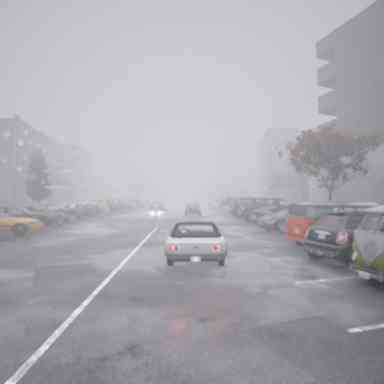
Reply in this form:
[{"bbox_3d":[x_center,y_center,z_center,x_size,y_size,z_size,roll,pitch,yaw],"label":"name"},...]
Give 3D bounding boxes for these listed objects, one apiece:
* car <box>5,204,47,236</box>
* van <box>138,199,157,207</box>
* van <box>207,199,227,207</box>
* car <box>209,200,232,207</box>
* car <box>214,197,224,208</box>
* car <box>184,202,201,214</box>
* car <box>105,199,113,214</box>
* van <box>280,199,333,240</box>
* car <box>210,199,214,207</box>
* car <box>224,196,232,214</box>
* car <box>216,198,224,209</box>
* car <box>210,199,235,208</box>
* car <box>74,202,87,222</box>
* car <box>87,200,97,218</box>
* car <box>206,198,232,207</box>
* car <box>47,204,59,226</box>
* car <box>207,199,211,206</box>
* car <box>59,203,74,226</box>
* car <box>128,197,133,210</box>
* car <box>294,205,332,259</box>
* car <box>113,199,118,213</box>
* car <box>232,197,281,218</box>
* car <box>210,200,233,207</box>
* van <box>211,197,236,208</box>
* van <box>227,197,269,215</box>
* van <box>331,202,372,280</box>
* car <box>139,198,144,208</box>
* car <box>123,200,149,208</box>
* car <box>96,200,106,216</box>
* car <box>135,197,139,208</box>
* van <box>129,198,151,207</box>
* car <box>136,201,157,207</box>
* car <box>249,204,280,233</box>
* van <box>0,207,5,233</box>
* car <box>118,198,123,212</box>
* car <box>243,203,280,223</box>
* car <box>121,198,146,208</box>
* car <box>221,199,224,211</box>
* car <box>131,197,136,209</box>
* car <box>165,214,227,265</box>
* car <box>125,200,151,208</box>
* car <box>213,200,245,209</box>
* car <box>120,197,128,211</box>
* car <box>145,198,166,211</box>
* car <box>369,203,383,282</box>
[{"bbox_3d":[-11.099,1.628,18.223,5.366,1.575,1.946,-1,-1,-21],"label":"car"},{"bbox_3d":[-11.534,2.828,85.592,4.442,1.987,1.878,0,-3,-20],"label":"van"},{"bbox_3d":[6.267,2.707,83.244,4.442,1.987,1.878,1,-3,-20],"label":"van"},{"bbox_3d":[6.358,2.629,74.314,4.792,1.488,2.163,1,-2,-20],"label":"car"},{"bbox_3d":[6.360,1.642,44.401,5.566,2.045,2.435,1,-1,-20],"label":"car"},{"bbox_3d":[0.071,1.876,37.990,2.033,1.411,5.357,0,-1,0],"label":"car"},{"bbox_3d":[-11.427,1.788,35.769,5.008,1.535,2.097,-1,0,-20],"label":"car"},{"bbox_3d":[6.363,1.398,14.400,4.442,1.987,1.878,1,-1,-19],"label":"van"},{"bbox_3d":[6.134,2.031,53.297,5.366,1.575,1.946,1,-1,-20],"label":"car"},{"bbox_3d":[6.427,1.523,32.421,5.566,2.045,2.435,1,-1,-20],"label":"car"},{"bbox_3d":[6.172,1.851,41.329,5.366,1.575,1.946,1,-1,-20],"label":"car"},{"bbox_3d":[6.282,2.281,68.316,4.553,1.767,2.185,1,-2,-20],"label":"car"},{"bbox_3d":[-11.372,1.711,26.965,5.008,1.535,2.097,-1,-1,-20],"label":"car"},{"bbox_3d":[-11.384,1.737,29.900,4.892,1.521,2.231,-1,0,-20],"label":"car"},{"bbox_3d":[6.326,2.452,77.285,5.566,2.045,2.435,1,-2,-20],"label":"car"},{"bbox_3d":[-11.314,1.659,21.093,5.008,1.535,2.097,-1,-1,-21],"label":"car"},{"bbox_3d":[6.130,2.235,62.268,5.366,1.575,1.946,1,-1,-20],"label":"car"},{"bbox_3d":[-11.308,1.714,24.038,4.792,1.488,2.163,-1,-1,-20],"label":"car"},{"bbox_3d":[-11.485,1.929,47.507,5.008,1.535,2.097,-1,-1,-20],"label":"car"},{"bbox_3d":[6.169,1.471,11.346,4.553,1.767,2.185,1,-1,-19],"label":"car"},{"bbox_3d":[-11.423,1.691,38.712,4.553,1.767,2.185,-1,0,-20],"label":"car"},{"bbox_3d":[6.424,1.473,26.402,5.566,2.045,2.435,1,-1,-20],"label":"car"},{"bbox_3d":[6.315,2.540,71.310,4.674,1.452,2.002,1,-2,-20],"label":"car"},{"bbox_3d":[6.200,2.092,65.289,4.442,1.987,1.878,1,-2,-20],"label":"van"},{"bbox_3d":[6.474,1.602,38.443,4.442,1.987,1.878,1,-1,-20],"label":"van"},{"bbox_3d":[6.035,1.344,8.311,4.442,1.987,1.878,1,0,-19],"label":"van"},{"bbox_3d":[-11.541,1.846,56.295,5.566,2.045,2.435,-1,-1,-20],"label":"car"},{"bbox_3d":[-11.475,2.433,68.052,4.792,1.488,2.163,0,-2,-20],"label":"car"},{"bbox_3d":[-11.404,1.763,32.832,4.892,1.521,2.231,-1,0,-20],"label":"car"},{"bbox_3d":[-11.680,2.032,53.310,5.366,1.575,1.946,0,-1,-20],"label":"car"},{"bbox_3d":[-11.596,2.366,73.869,4.442,1.987,1.878,0,-2,-20],"label":"van"},{"bbox_3d":[-11.413,2.950,82.703,4.792,1.488,2.163,0,-3,-20],"label":"car"},{"bbox_3d":[6.349,1.674,20.364,4.892,1.521,2.231,1,0,-19],"label":"car"},{"bbox_3d":[-11.351,1.383,15.180,4.442,1.987,1.878,-1,0,-21],"label":"van"},{"bbox_3d":[-11.471,1.888,41.643,4.674,1.452,2.002,-1,-1,-20],"label":"car"},{"bbox_3d":[6.397,1.728,23.384,4.792,1.488,2.163,1,-1,-19],"label":"car"},{"bbox_3d":[-11.479,2.190,65.114,4.553,1.767,2.185,0,-2,-20],"label":"car"},{"bbox_3d":[6.208,1.794,35.336,5.366,1.575,1.946,1,0,-20],"label":"car"},{"bbox_3d":[-11.506,1.980,50.438,5.008,1.535,2.097,-1,-1,-20],"label":"car"},{"bbox_3d":[0.122,1.705,12.038,1.895,1.301,4.718,0,0,0],"label":"car"},{"bbox_3d":[-11.501,2.493,70.969,5.008,1.535,2.097,0,-2,-20],"label":"car"},{"bbox_3d":[6.276,2.130,56.337,4.792,1.488,2.163,1,-1,-20],"label":"car"},{"bbox_3d":[-11.452,1.761,44.578,4.553,1.767,2.185,-1,0,-20],"label":"car"},{"bbox_3d":[-5.157,1.966,48.968,2.128,1.511,4.902,0,-1,0],"label":"car"},{"bbox_3d":[6.060,1.294,5.340,5.566,2.045,2.435,1,0,-19],"label":"car"}]
